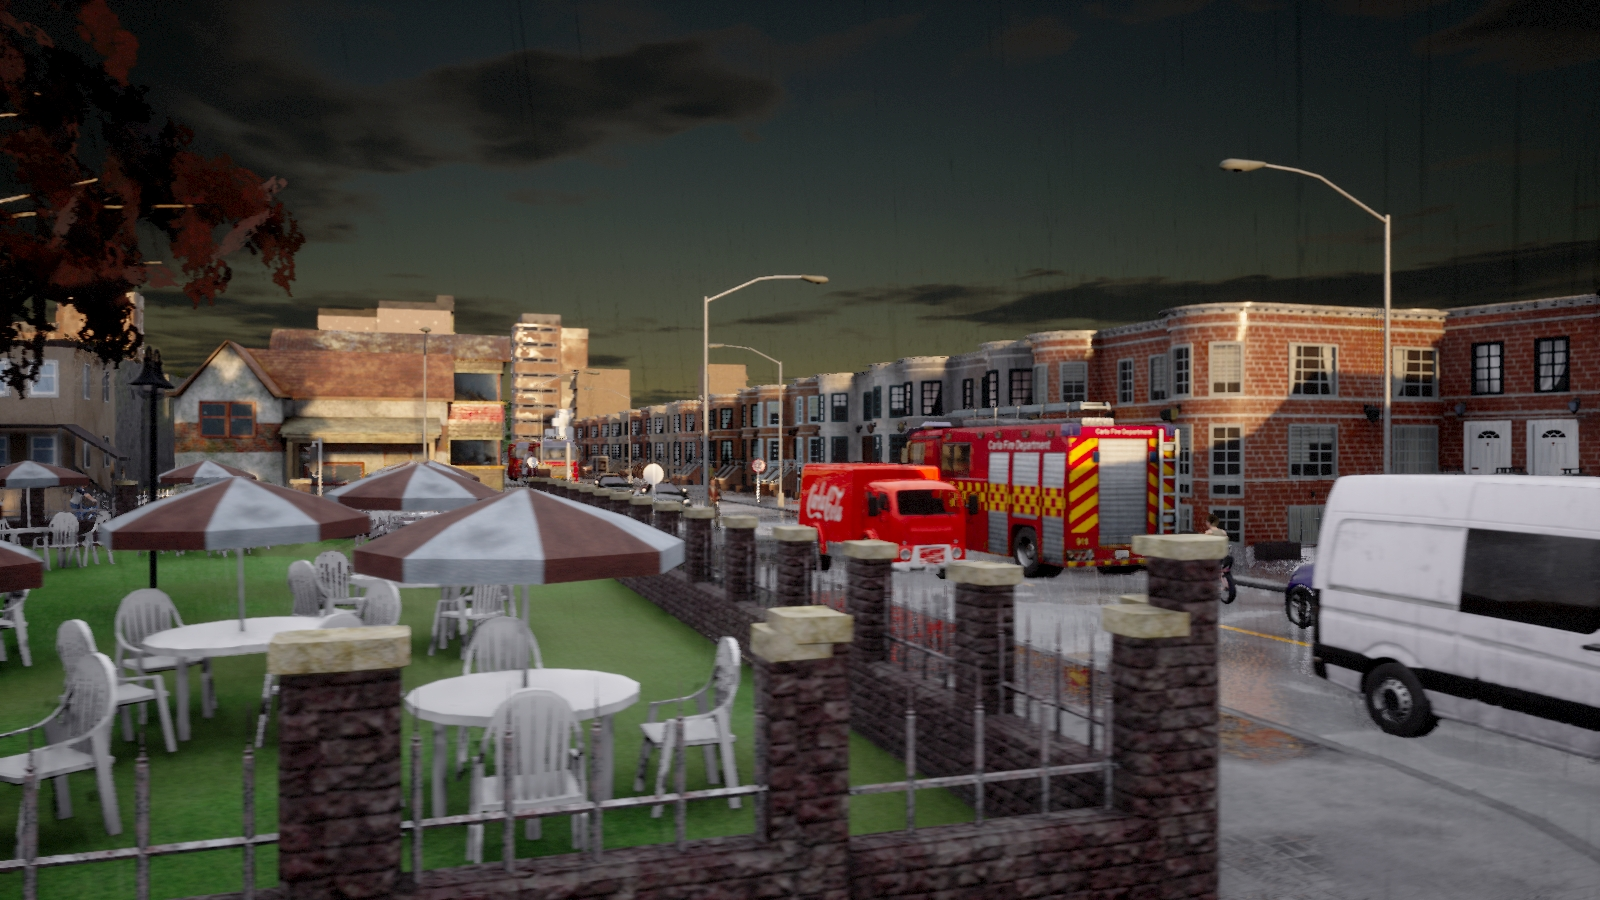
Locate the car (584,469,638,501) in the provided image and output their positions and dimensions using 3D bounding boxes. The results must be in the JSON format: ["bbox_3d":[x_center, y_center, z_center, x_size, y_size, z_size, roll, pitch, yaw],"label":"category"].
[{"bbox_3d":[-10.107,1.833,60.865,2.038,1.542,4.974,0,0,-19],"label":"car"}]

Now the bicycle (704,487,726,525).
[{"bbox_3d":[-2.989,1.950,40.019,0.329,1.271,1.835,0,0,-19],"label":"bicycle"}]

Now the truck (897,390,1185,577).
[{"bbox_3d":[5.439,0.677,27.847,2.891,3.827,8.468,0,0,-19],"label":"truck"}]

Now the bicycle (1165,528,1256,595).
[{"bbox_3d":[7.608,2.041,21.243,0.859,1.080,1.487,0,0,-18],"label":"bicycle"}]

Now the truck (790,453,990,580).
[{"bbox_3d":[1.851,1.343,25.811,2.627,2.467,5.204,0,1,-19],"label":"truck"}]

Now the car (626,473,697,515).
[{"bbox_3d":[-5.981,1.830,48.765,2.038,1.542,4.974,0,0,-19],"label":"car"}]

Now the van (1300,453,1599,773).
[{"bbox_3d":[7.271,1.318,9.856,1.988,2.561,5.915,0,0,-18],"label":"van"}]

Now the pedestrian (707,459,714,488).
[{"bbox_3d":[-5.922,1.545,75.514,0.375,1.860,0.375,0,0,-29],"label":"pedestrian"}]
